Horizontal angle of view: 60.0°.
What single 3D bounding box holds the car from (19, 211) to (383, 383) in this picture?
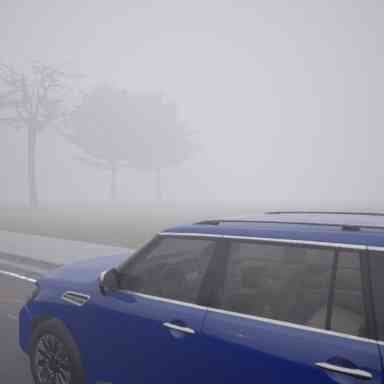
[{"bbox_3d":[0.588,1.221,3.273,5.566,2.045,2.150,0,0,35],"label":"car"}]
